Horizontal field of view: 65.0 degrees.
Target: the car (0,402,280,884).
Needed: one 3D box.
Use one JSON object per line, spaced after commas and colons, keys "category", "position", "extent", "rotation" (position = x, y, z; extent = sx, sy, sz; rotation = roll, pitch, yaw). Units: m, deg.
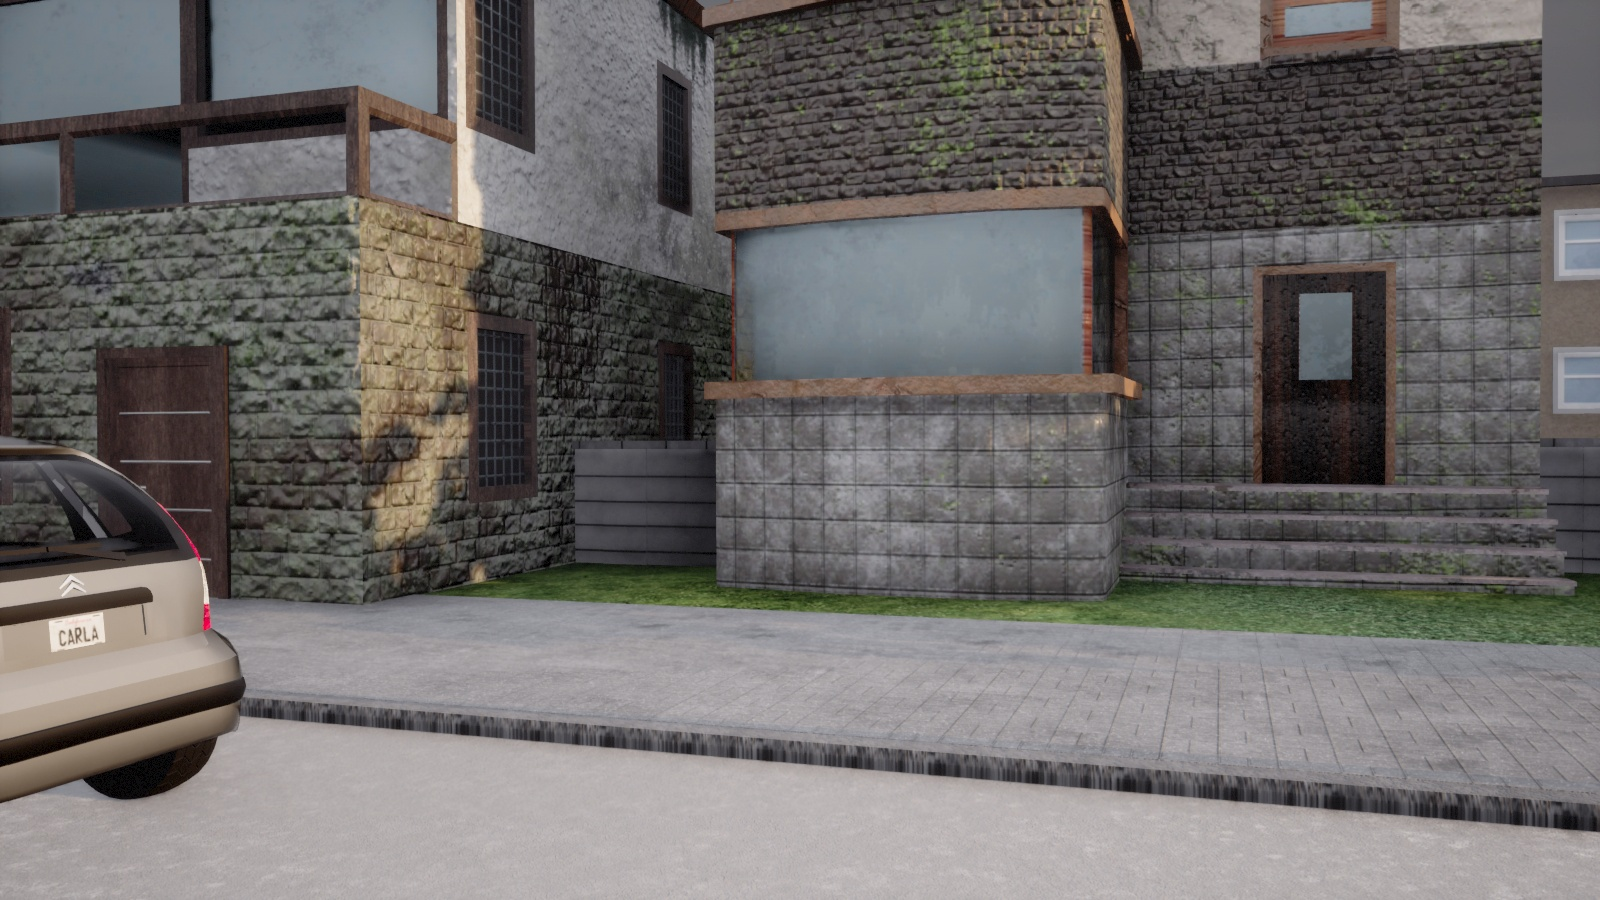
{"category": "car", "position": [-4.446, 0.625, 5.213], "extent": [3.988, 1.617, 1.851], "rotation": [1, 1, 19]}
